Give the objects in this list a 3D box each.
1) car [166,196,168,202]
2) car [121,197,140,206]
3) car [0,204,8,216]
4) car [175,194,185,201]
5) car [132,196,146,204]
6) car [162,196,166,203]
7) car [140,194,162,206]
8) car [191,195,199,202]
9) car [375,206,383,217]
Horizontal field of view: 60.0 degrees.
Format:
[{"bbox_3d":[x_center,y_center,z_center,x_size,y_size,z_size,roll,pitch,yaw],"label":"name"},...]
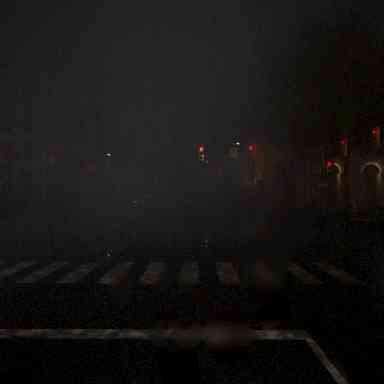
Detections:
[{"bbox_3d":[-6.358,1.595,73.838,1.895,1.301,4.718,0,0,1],"label":"car"},{"bbox_3d":[-10.181,1.547,54.364,2.033,1.411,5.357,0,0,1],"label":"car"},{"bbox_3d":[-19.146,1.477,29.695,5.008,1.535,1.882,0,0,1],"label":"car"},{"bbox_3d":[-2.773,1.279,78.653,2.097,1.767,4.553,0,0,1],"label":"car"},{"bbox_3d":[-10.084,1.564,63.595,1.994,1.385,4.181,0,0,1],"label":"car"},{"bbox_3d":[-6.581,1.526,63.782,1.812,1.442,4.674,0,0,1],"label":"car"},{"bbox_3d":[-6.688,1.547,54.193,2.033,1.411,5.357,0,0,1],"label":"car"},{"bbox_3d":[0.727,1.450,78.623,2.128,1.511,4.902,0,0,1],"label":"car"},{"bbox_3d":[18.598,1.526,29.196,4.674,1.442,1.812,0,0,1],"label":"car"}]
